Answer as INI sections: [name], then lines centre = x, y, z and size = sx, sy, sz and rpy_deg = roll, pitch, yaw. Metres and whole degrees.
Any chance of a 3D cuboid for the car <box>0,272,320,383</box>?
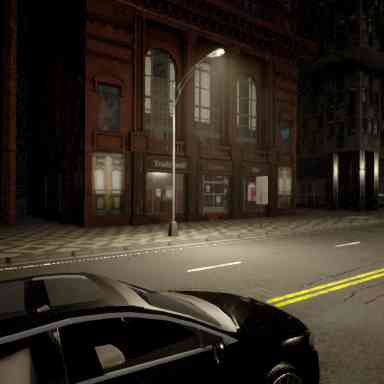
[car]
centre = -0.922, 1.492, 2.782
size = 4.902, 1.511, 2.128
rpy_deg = 0, 0, -35
